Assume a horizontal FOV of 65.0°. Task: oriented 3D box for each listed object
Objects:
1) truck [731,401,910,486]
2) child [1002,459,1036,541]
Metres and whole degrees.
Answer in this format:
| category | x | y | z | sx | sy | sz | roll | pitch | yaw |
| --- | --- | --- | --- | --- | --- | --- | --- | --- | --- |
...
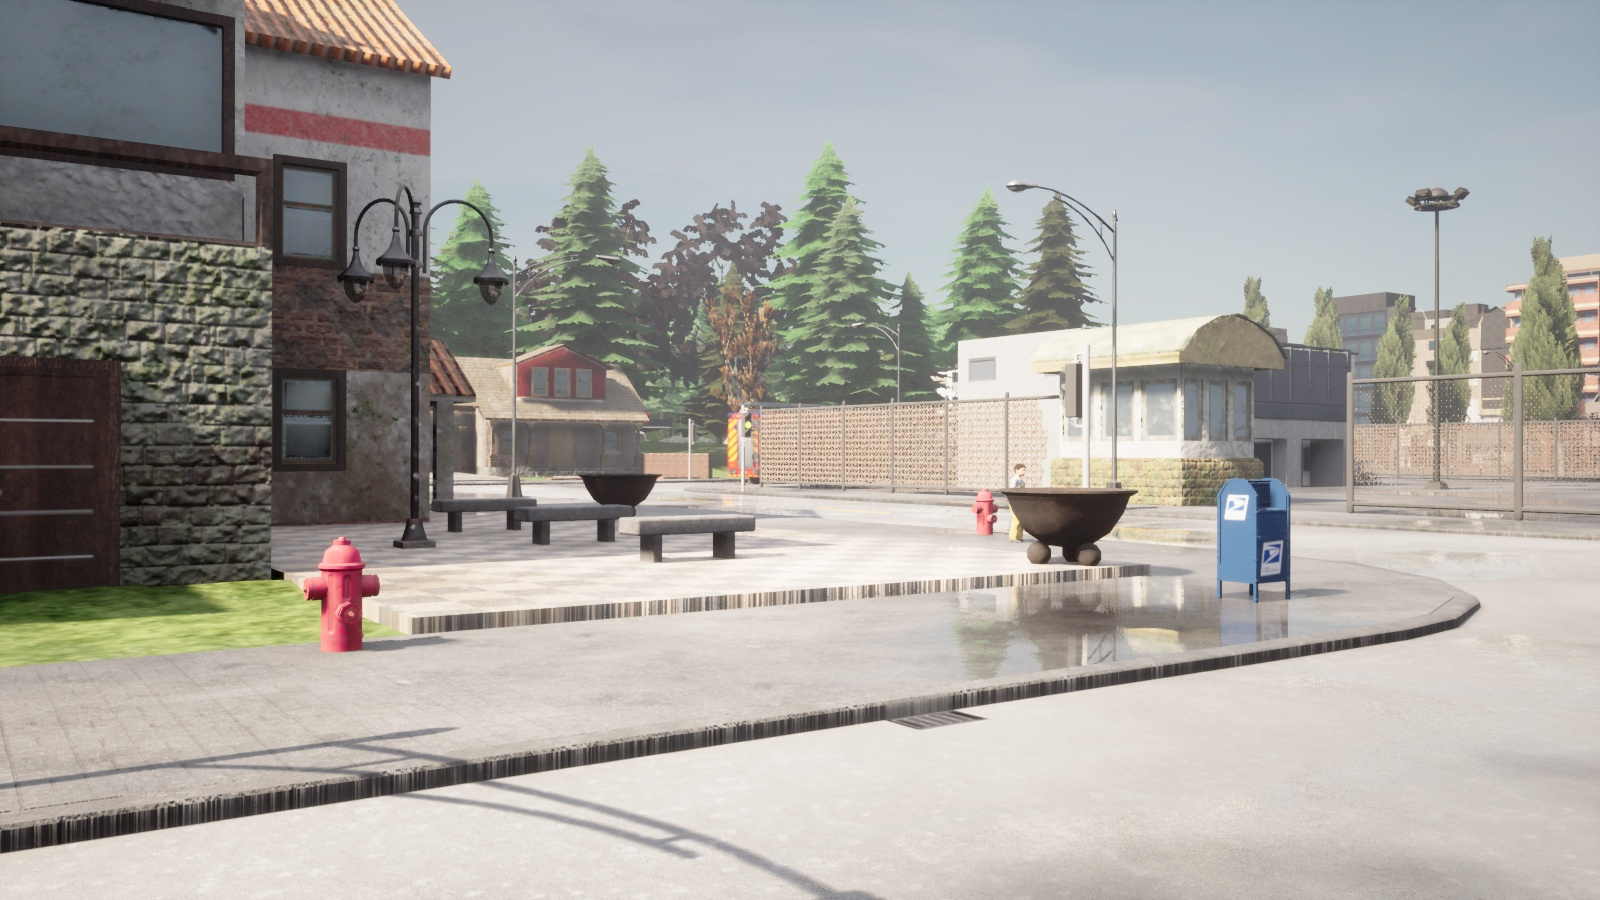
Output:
| category | x | y | z | sx | sy | sz | roll | pitch | yaw |
| --- | --- | --- | --- | --- | --- | --- | --- | --- | --- |
| truck | 1.053 | -0.275 | 59.957 | 8.468 | 3.827 | 2.891 | 0 | 0 | -36 |
| child | 3.422 | 0.774 | 19.615 | 0.437 | 1.263 | 0.270 | 0 | 0 | 43 |
